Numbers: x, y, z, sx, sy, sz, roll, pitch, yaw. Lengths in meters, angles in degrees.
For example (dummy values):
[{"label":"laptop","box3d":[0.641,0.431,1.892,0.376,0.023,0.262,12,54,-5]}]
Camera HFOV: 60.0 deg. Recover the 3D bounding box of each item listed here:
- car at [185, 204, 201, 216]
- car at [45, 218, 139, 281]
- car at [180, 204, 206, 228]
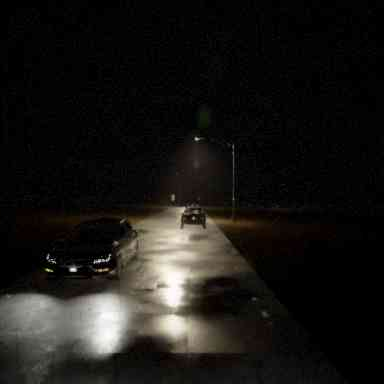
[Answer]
[{"label":"car","box3d":[0.096,2.195,41.634,1.895,1.301,4.718,0,-1,0]},{"label":"car","box3d":[-2.832,1.634,10.380,1.837,1.490,4.892,0,-1,0]},{"label":"car","box3d":[0.098,1.876,24.938,2.033,1.411,5.357,0,-1,0]}]
